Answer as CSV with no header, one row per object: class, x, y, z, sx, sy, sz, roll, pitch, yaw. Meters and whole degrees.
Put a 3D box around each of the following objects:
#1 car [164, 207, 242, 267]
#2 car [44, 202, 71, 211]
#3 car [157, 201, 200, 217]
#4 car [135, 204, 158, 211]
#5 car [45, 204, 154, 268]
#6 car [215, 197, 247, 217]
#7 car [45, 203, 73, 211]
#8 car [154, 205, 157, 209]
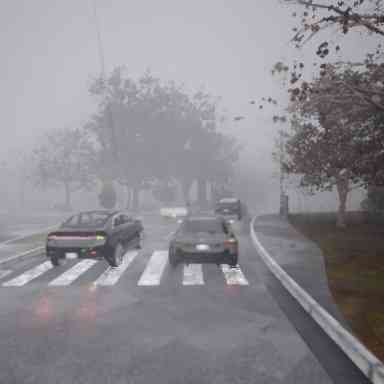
car,0.435,1.397,10.799,1.994,1.385,4.181,0,1,4
car,-24.431,2.550,60.167,2.097,1.767,4.553,-1,-3,25
car,-0.700,1.285,24.011,1.895,1.301,4.718,-1,0,13
car,-10.213,3.389,74.770,4.902,1.511,2.128,0,-3,-9
car,-2.832,1.338,10.690,2.128,1.511,4.902,0,1,4
car,3.004,1.146,25.076,1.882,1.535,5.008,-1,-1,16
car,-25.809,2.877,64.584,1.882,1.535,5.008,-1,-3,28
car,-10.423,3.252,71.433,5.357,1.411,2.033,1,-3,-13
